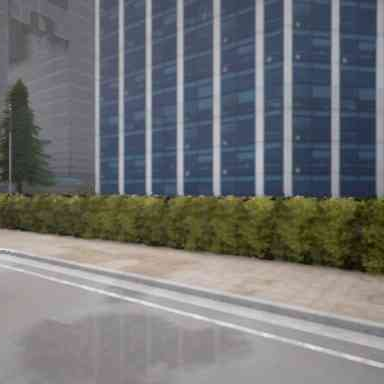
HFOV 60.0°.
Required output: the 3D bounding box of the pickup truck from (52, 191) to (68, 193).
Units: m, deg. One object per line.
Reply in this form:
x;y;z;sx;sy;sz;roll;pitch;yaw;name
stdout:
-27.526;0.890;69.959;6.274;2.098;2.390;0;0;-25;pickup truck
